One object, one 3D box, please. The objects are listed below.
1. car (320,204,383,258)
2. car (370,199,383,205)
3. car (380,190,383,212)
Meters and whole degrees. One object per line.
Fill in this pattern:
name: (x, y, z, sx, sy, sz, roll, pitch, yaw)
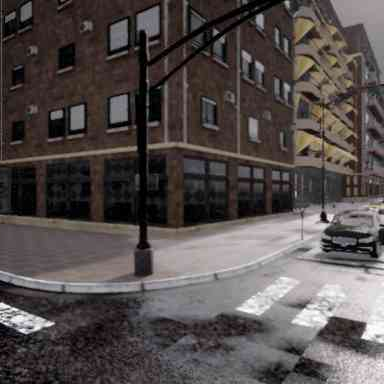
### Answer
car: (5.859, 1.343, 11.882, 2.008, 1.369, 4.403, 1, 1, 35)
car: (8.950, 1.242, 16.306, 1.752, 1.417, 4.829, 1, 1, 35)
car: (18.613, 0.800, 30.135, 2.192, 1.841, 5.009, 1, 1, 35)
